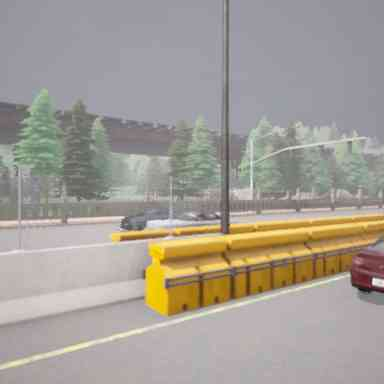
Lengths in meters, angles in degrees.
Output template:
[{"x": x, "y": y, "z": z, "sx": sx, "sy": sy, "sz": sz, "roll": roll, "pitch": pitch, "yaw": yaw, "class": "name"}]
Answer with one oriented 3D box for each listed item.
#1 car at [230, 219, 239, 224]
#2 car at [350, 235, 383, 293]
[{"x": 0.052, "y": 1.643, "z": 16.832, "sx": 4.718, "sy": 1.301, "sz": 1.895, "roll": 0, "pitch": 0, "yaw": -35, "class": "car"}, {"x": 5.454, "y": 1.563, "z": 7.654, "sx": 4.674, "sy": 1.442, "sz": 1.812, "roll": 0, "pitch": 0, "yaw": -36, "class": "car"}]
